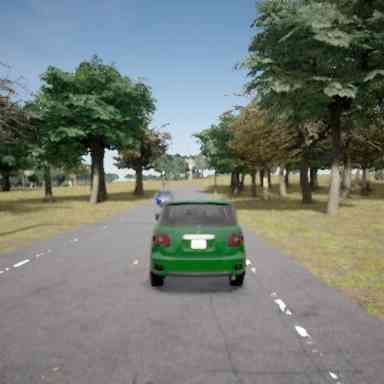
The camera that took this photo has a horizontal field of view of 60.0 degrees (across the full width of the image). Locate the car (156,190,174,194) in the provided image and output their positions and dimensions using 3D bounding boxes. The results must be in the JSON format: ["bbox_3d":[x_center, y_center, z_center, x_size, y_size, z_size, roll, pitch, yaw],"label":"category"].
[{"bbox_3d":[-3.588,0.701,45.150,2.150,2.045,5.566,0,1,0],"label":"car"}]

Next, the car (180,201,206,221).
[{"bbox_3d":[0.080,1.437,26.769,1.895,1.301,4.718,0,1,0],"label":"car"}]

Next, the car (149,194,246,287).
[{"bbox_3d":[0.090,1.165,9.366,2.150,2.045,5.566,0,-1,-1],"label":"car"}]
